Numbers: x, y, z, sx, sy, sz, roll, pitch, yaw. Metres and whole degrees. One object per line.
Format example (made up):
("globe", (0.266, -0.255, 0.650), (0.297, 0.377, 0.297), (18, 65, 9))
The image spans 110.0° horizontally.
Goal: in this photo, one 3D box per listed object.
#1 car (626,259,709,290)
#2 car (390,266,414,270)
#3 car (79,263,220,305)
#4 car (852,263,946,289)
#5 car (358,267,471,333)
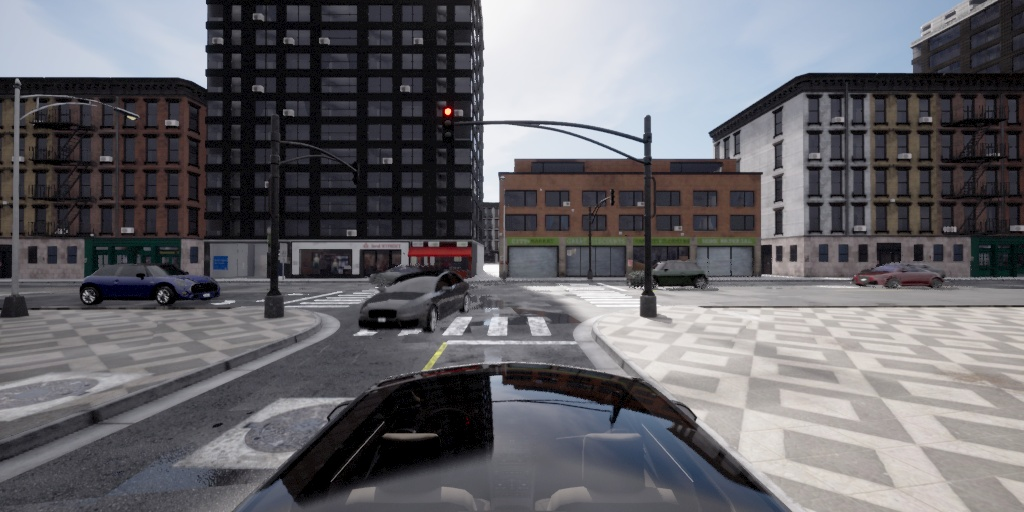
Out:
("car", (9.412, 1.094, 21.947), (4.553, 1.767, 2.097), (0, 0, -2))
("car", (-7.776, 1.366, 25.265), (4.181, 1.385, 1.994), (0, 0, 0))
("car", (-15.217, 1.088, 15.270), (4.553, 1.767, 2.097), (0, 0, 1))
("car", (23.669, 1.278, 22.111), (4.181, 1.385, 1.994), (0, 0, 0))
("car", (-2.663, 1.225, 10.859), (1.837, 1.490, 4.892), (-1, 1, 10))
